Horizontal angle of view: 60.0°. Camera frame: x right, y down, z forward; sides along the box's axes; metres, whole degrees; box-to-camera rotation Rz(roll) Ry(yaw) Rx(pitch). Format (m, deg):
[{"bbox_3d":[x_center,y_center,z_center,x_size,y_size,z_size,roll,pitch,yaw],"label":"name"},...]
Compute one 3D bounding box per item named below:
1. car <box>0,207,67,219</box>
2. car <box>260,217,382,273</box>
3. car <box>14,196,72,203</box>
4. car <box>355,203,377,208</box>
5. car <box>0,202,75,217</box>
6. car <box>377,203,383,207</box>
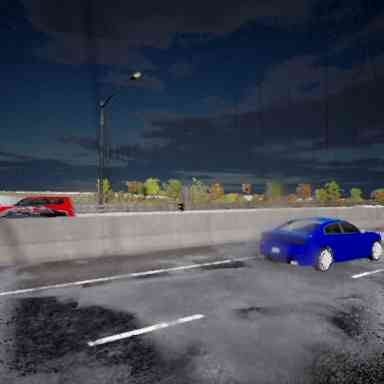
[{"bbox_3d":[-8.290,1.576,15.268,4.181,1.385,1.994,1,0,-35],"label":"car"},{"bbox_3d":[4.483,1.586,11.204,5.008,1.535,1.882,1,0,-35],"label":"car"},{"bbox_3d":[-10.694,1.254,22.151,5.566,2.045,2.150,1,-1,-35],"label":"car"},{"bbox_3d":[24.961,2.143,46.772,4.718,1.301,1.895,1,0,-34],"label":"car"},{"bbox_3d":[-9.481,1.514,18.716,4.902,1.511,2.128,1,-1,-35],"label":"car"},{"bbox_3d":[26.815,2.066,43.802,4.674,1.442,1.812,1,0,-34],"label":"car"}]
